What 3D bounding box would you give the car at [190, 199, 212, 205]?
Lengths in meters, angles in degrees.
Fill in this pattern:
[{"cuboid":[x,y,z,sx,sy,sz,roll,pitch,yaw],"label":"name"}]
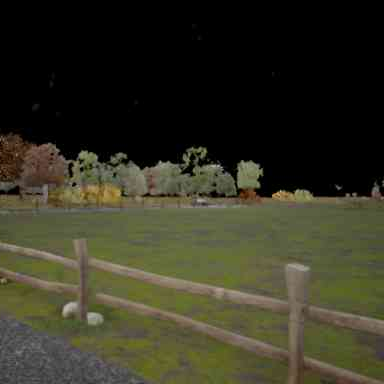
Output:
[{"cuboid":[1.836,2.089,65.087,2.033,1.411,5.357,0,-1,40],"label":"car"}]
